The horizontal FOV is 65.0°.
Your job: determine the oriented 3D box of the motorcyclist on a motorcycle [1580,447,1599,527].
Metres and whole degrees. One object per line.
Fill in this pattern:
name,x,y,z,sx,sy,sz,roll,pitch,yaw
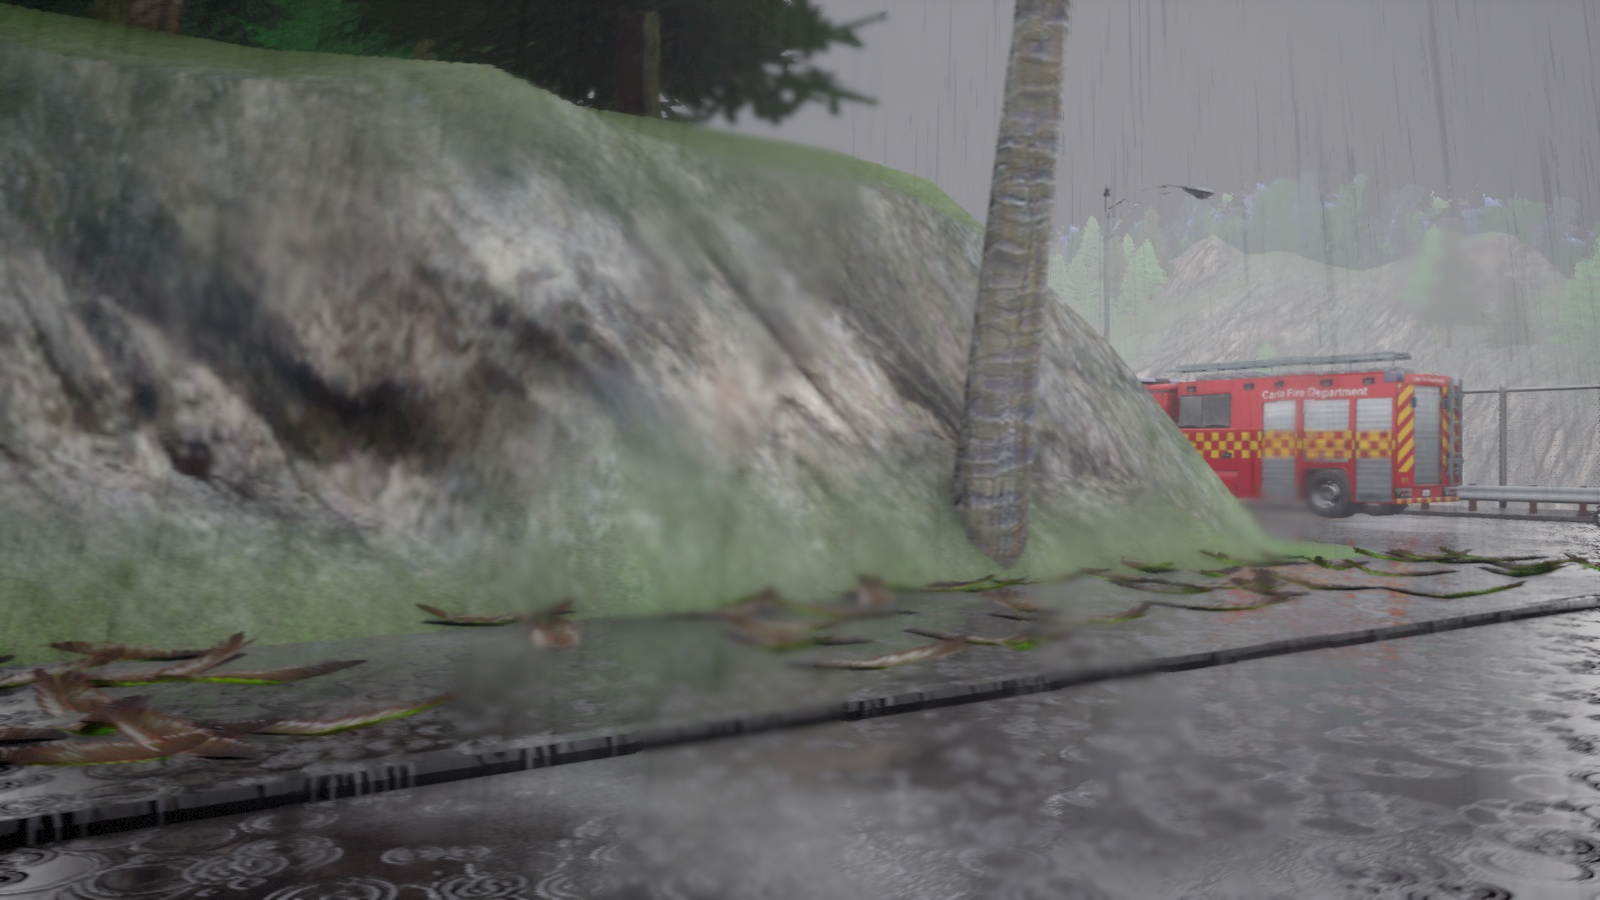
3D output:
motorcyclist on a motorcycle,16.498,0.726,24.638,0.866,1.590,1.817,0,0,-29

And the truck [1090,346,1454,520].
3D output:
truck,11.648,-0.365,31.974,2.891,3.827,8.468,0,0,-36
